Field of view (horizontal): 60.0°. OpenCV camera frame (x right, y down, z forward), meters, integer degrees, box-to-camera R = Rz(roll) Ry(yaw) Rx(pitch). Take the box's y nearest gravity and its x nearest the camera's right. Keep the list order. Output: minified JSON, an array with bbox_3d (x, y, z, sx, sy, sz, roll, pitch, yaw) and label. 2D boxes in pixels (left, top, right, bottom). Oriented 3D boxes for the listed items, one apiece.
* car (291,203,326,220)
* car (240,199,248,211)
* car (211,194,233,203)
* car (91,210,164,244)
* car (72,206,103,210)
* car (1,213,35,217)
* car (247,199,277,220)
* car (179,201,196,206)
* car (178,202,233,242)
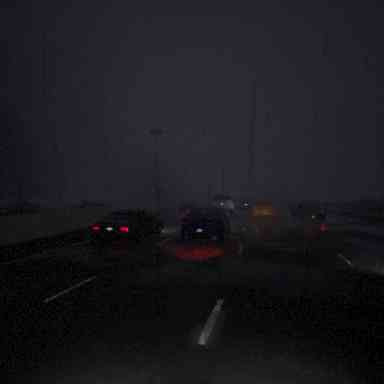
[{"bbox_3d":[9.466,1.593,27.448,1.895,1.301,4.718,0,0,7],"label":"car"},{"bbox_3d":[7.039,1.534,41.464,2.033,1.411,5.357,0,0,3],"label":"car"},{"bbox_3d":[3.143,1.211,34.692,2.150,2.045,5.566,0,0,4],"label":"car"},{"bbox_3d":[-2.852,1.541,15.878,2.033,1.411,5.357,0,0,11],"label":"car"},{"bbox_3d":[-11.050,1.585,35.180,1.895,1.301,4.718,0,0,5],"label":"car"},{"bbox_3d":[-15.270,1.511,28.532,1.812,1.442,4.674,0,0,7],"label":"car"},{"bbox_3d":[5.986,1.469,28.071,1.882,1.535,5.008,0,0,7],"label":"car"},{"bbox_3d":[-0.306,1.588,35.528,1.895,1.301,4.718,0,0,4],"label":"car"},{"bbox_3d":[0.781,1.472,16.448,1.882,1.535,5.008,0,0,10],"label":"car"}]
